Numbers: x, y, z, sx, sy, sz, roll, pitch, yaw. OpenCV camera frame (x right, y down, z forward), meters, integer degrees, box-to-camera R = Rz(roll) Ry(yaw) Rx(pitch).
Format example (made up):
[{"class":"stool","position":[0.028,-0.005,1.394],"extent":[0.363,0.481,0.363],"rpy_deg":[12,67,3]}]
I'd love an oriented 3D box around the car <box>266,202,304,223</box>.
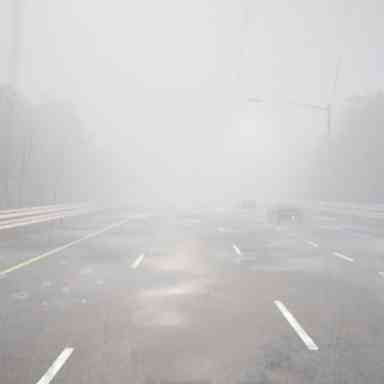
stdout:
[{"class":"car","position":[7.031,1.514,25.479],"extent":[1.837,1.490,4.892],"rpy_deg":[0,0,0]}]

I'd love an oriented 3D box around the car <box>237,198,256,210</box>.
[{"class":"car","position":[7.095,1.518,43.400],"extent":[1.882,1.535,5.008],"rpy_deg":[0,0,0]}]

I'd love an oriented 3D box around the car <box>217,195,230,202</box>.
[{"class":"car","position":[7.284,1.573,73.878],"extent":[1.812,1.442,4.674],"rpy_deg":[0,0,0]}]

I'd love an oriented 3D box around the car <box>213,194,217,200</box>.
[{"class":"car","position":[7.414,1.578,88.907],"extent":[1.812,1.442,4.674],"rpy_deg":[0,0,1]}]
